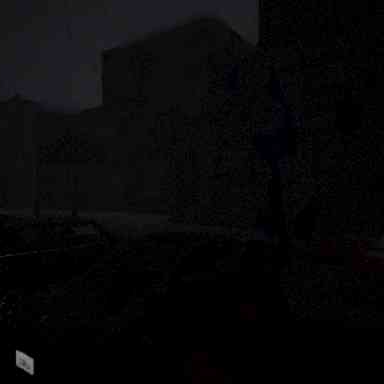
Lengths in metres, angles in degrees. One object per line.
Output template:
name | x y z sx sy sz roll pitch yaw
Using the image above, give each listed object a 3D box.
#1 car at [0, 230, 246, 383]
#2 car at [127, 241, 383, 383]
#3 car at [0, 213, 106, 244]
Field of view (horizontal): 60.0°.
car | -0.469 1.492 5.653 2.163 1.488 4.792 0 0 36
car | 1.813 1.475 4.068 2.097 1.535 5.008 0 0 36
car | -2.724 1.324 7.264 2.185 1.767 4.553 0 0 35
